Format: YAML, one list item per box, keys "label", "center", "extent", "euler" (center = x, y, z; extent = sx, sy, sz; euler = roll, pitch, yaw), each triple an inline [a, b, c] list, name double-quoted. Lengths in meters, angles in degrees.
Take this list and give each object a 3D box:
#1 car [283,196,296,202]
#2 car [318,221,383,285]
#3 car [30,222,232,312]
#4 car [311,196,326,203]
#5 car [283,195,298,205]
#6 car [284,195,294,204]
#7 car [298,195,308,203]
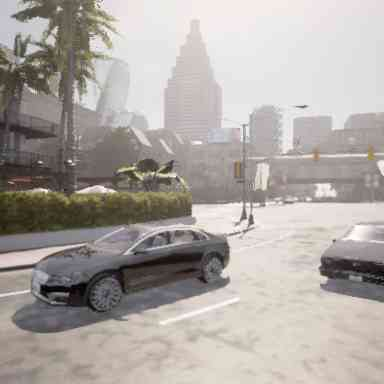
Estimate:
- label: "car"
  center: [24.842, 1.822, 84.603]
  extent: [2.231, 1.521, 4.892]
  euler: [0, 0, 26]
- label: "car"
  center: [5.420, 1.588, 9.614]
  extent: [2.033, 1.411, 5.357]
  euler: [0, 0, 40]
- label: "car"
  center: [-1.122, 1.524, 7.918]
  extent: [4.902, 1.511, 2.128]
  euler: [0, 0, -43]
- label: "car"
  center: [29.734, 1.857, 78.289]
  extent: [2.033, 1.411, 5.357]
  euler: [0, 0, 17]
- label: "car"
  center: [19.981, 1.754, 68.104]
  extent: [2.097, 1.535, 5.008]
  euler: [0, 0, 16]
- label: "car"
  center: [21.701, 1.654, 74.297]
  extent: [2.185, 1.767, 4.553]
  euler: [0, 0, 16]
- label: "car"
  center: [26.393, 1.846, 79.334]
  extent: [2.128, 1.511, 4.902]
  euler: [0, 0, 17]
